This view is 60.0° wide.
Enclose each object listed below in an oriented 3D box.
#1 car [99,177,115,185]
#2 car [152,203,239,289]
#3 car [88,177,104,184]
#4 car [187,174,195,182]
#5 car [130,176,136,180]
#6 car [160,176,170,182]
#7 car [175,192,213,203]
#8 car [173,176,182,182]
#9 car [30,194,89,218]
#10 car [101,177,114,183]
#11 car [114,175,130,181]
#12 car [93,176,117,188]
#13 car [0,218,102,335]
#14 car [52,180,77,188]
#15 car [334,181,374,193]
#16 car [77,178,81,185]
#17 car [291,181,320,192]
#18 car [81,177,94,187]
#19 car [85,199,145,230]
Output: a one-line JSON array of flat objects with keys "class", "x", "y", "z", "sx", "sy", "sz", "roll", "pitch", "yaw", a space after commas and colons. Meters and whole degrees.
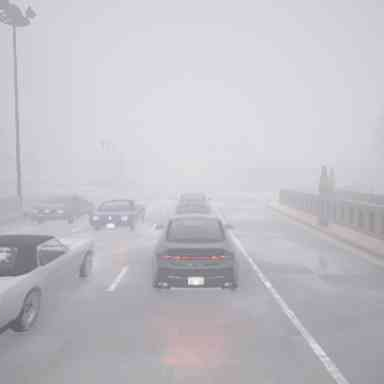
[{"class": "car", "x": -17.809, "y": -2.327, "z": 70.259, "sx": 2.128, "sy": 1.511, "sz": 4.902, "roll": 0, "pitch": 3, "yaw": 0}, {"class": "car", "x": 0.069, "y": 1.318, "z": 8.674, "sx": 1.837, "sy": 1.490, "sz": 4.892, "roll": 0, "pitch": 3, "yaw": 0}, {"class": "car", "x": -21.328, "y": -2.571, "z": 74.295, "sx": 2.128, "sy": 1.511, "sz": 4.902, "roll": 0, "pitch": 3, "yaw": 0}, {"class": "car", "x": -0.398, "y": -3.503, "z": 89.674, "sx": 2.128, "sy": 1.511, "sz": 4.902, "roll": 0, "pitch": 3, "yaw": 0}, {"class": "car", "x": -14.366, "y": -3.105, "z": 82.702, "sx": 1.837, "sy": 1.490, "sz": 4.892, "roll": 0, "pitch": 3, "yaw": 0}, {"class": "car", "x": -7.392, "y": -3.428, "z": 88.377, "sx": 1.812, "sy": 1.442, "sz": 4.674, "roll": 0, "pitch": 3, "yaw": 0}, {"class": "car", "x": 0.079, "y": 0.767, "z": 18.753, "sx": 1.837, "sy": 1.490, "sz": 4.892, "roll": 0, "pitch": 4, "yaw": 1}, {"class": "car", "x": -3.893, "y": -3.430, "z": 88.393, "sx": 1.812, "sy": 1.442, "sz": 4.674, "roll": 0, "pitch": 3, "yaw": 0}, {"class": "car", "x": -6.971, "y": 0.821, "z": 18.473, "sx": 2.033, "sy": 1.411, "sz": 5.357, "roll": 0, "pitch": 3, "yaw": 0}, {"class": "car", "x": -21.376, "y": -3.186, "z": 84.673, "sx": 2.033, "sy": 1.411, "sz": 5.357, "roll": 0, "pitch": 3, "yaw": 0}, {"class": "car", "x": -14.313, "y": -2.323, "z": 65.081, "sx": 2.150, "sy": 2.045, "sz": 5.566, "roll": 0, "pitch": 4, "yaw": 0}, {"class": "car", "x": -14.289, "y": -1.463, "z": 55.184, "sx": 1.882, "sy": 1.535, "sz": 5.008, "roll": 0, "pitch": 3, "yaw": -1}, {"class": "car", "x": -3.424, "y": 1.488, "z": 6.543, "sx": 1.895, "sy": 1.301, "sz": 4.718, "roll": 0, "pitch": 2, "yaw": 0}, {"class": "car", "x": -21.320, "y": -1.331, "z": 55.043, "sx": 1.895, "sy": 1.301, "sz": 4.718, "roll": 0, "pitch": 3, "yaw": 0}, {"class": "car", "x": 18.468, "y": -0.473, "z": 38.770, "sx": 5.008, "sy": 1.535, "sz": 1.882, "roll": 0, "pitch": 3, "yaw": 2}, {"class": "car", "x": -21.301, "y": -1.946, "z": 63.968, "sx": 1.812, "sy": 1.442, "sz": 4.674, "roll": 0, "pitch": 3, "yaw": 0}, {"class": "car", "x": 15.025, "y": -0.643, "z": 42.379, "sx": 4.674, "sy": 1.442, "sz": 1.812, "roll": 0, "pitch": 3, "yaw": 2}, {"class": "car", "x": -17.823, "y": -1.769, "z": 60.477, "sx": 2.128, "sy": 1.511, "sz": 4.902, "roll": 0, "pitch": 3, "yaw": 0}, {"class": "car", "x": -3.461, "y": 1.002, "z": 16.332, "sx": 1.895, "sy": 1.301, "sz": 4.718, "roll": 0, "pitch": 3, "yaw": 0}]
